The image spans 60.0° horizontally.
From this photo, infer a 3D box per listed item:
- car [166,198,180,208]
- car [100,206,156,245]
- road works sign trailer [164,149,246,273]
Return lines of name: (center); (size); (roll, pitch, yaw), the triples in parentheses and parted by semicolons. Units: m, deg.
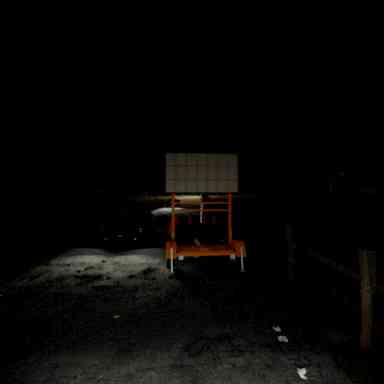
car: (-2.671, 1.521, 47.074); (1.895, 1.301, 4.718); (0, 0, 0)
car: (-2.824, 1.464, 15.544); (1.882, 1.535, 5.008); (0, 0, 0)
road works sign trailer: (0.292, 0.456, 10.673); (2.380, 3.560, 2.880); (0, 0, -6)
